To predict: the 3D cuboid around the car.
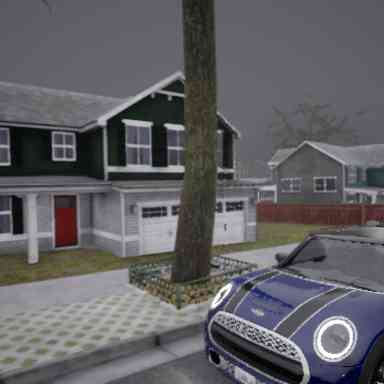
[{"bbox_3d":[2.372,1.351,4.813,4.553,1.767,2.097,0,0,-36],"label":"car"}]
